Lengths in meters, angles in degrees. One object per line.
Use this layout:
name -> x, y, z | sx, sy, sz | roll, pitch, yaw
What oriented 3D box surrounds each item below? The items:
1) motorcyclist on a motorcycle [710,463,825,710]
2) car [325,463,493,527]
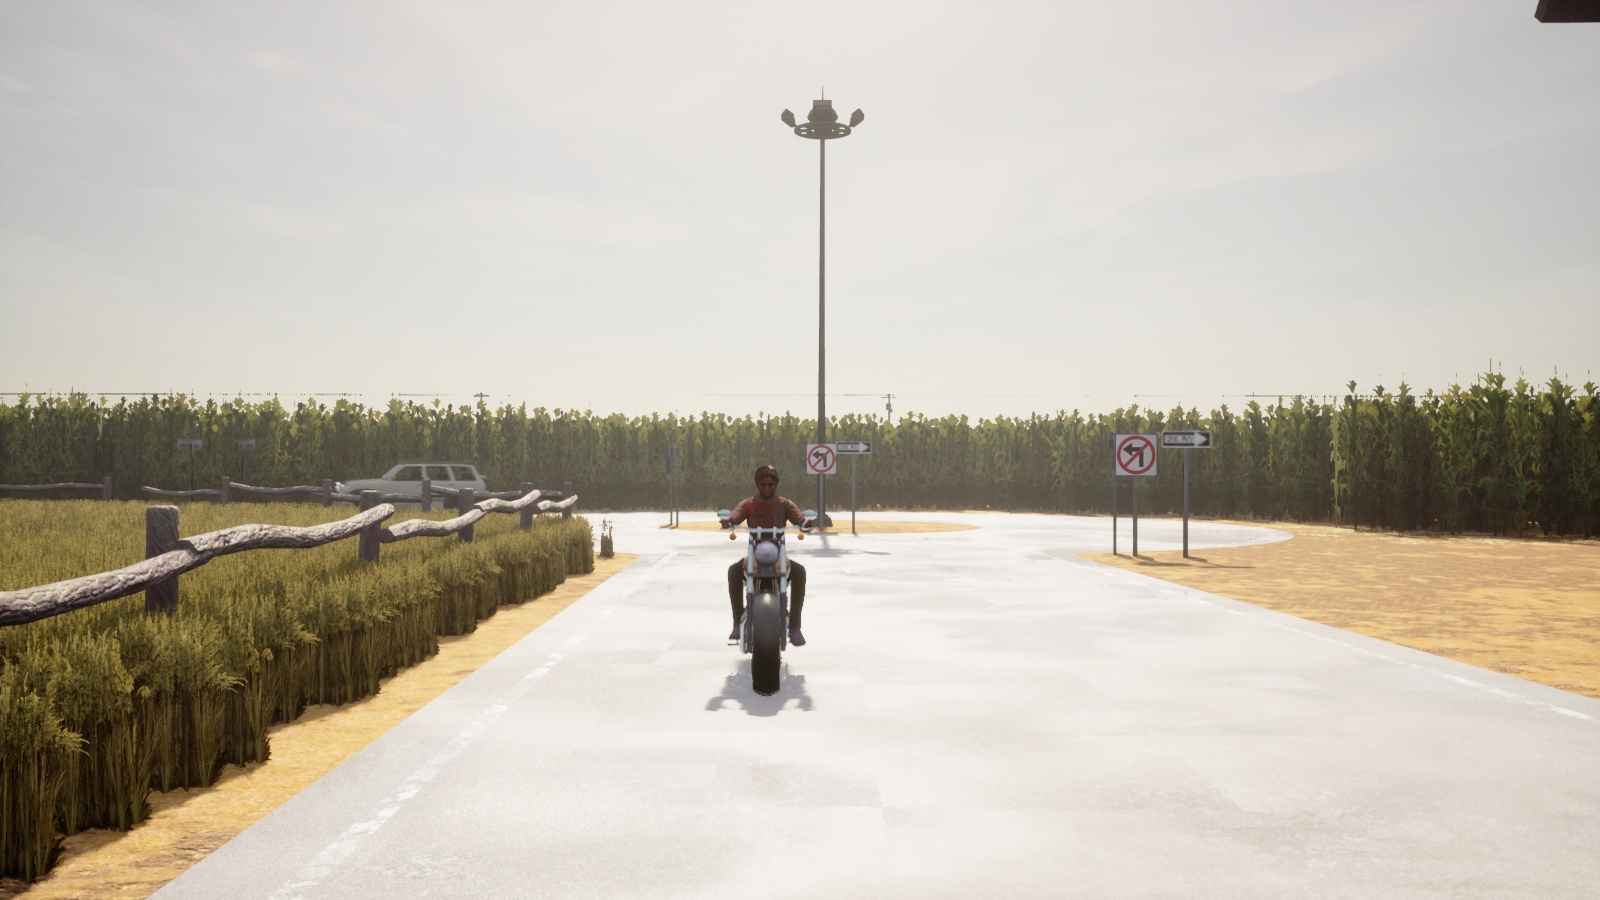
motorcyclist on a motorcycle -> -0.247, 0.926, 9.566 | 0.766, 1.649, 2.350 | 0, -1, -2
car -> -11.871, 1.318, 38.158 | 4.605, 1.855, 1.932 | 0, 0, -27
